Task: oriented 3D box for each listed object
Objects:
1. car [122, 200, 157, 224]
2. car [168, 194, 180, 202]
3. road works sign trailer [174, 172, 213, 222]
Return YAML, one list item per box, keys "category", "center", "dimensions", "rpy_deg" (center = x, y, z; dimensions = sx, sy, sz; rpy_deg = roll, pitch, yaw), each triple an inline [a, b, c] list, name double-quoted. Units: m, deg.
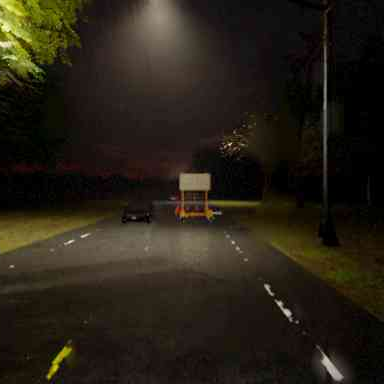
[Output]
- category: "car"
  center: [-3.603, 1.332, 23.281]
  dimensions: [1.882, 1.535, 5.008]
  rpy_deg: [0, 0, 0]
- category: "car"
  center: [-3.535, 1.183, 64.615]
  dimensions: [1.812, 1.442, 4.674]
  rpy_deg: [0, 0, 1]
- category: "road works sign trailer"
  center: [0.190, 0.310, 24.669]
  dimensions: [2.380, 3.560, 2.880]
  rpy_deg: [0, 0, -8]
